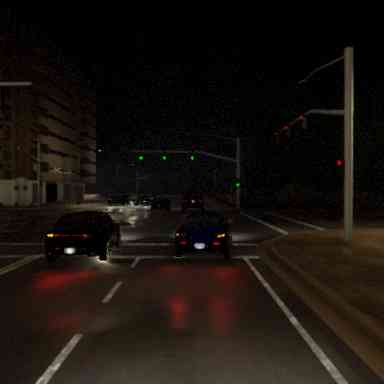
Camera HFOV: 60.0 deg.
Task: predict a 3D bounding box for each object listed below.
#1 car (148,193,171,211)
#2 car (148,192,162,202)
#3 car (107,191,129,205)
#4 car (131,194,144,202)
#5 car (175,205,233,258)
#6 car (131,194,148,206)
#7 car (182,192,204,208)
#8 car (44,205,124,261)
[{"bbox_3d":[-3.393,1.237,36.838,1.882,1.535,5.008,0,0,0],"label":"car"},{"bbox_3d":[-7.012,0.941,63.789,2.097,1.767,4.553,0,0,0],"label":"car"},{"bbox_3d":[-10.569,0.912,48.094,2.150,2.045,5.566,0,0,1],"label":"car"},{"bbox_3d":[-10.504,1.113,64.256,1.812,1.442,4.674,0,1,0],"label":"car"},{"bbox_3d":[0.528,1.443,12.411,1.812,1.442,4.674,0,1,7],"label":"car"},{"bbox_3d":[-7.074,1.196,47.773,1.837,1.490,4.892,0,1,0],"label":"car"},{"bbox_3d":[0.107,0.995,34.422,2.150,2.045,5.566,0,0,0],"label":"car"},{"bbox_3d":[-3.752,1.425,12.020,1.837,1.490,4.892,0,0,-5],"label":"car"}]
